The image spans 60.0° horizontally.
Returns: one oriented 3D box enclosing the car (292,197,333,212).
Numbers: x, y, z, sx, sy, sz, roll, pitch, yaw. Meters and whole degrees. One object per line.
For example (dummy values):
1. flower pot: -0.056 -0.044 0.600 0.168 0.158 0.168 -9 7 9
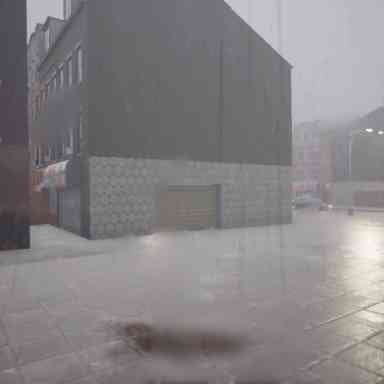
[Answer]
1. car: 12.358 1.289 35.059 2.128 1.511 4.902 -1 1 -35
